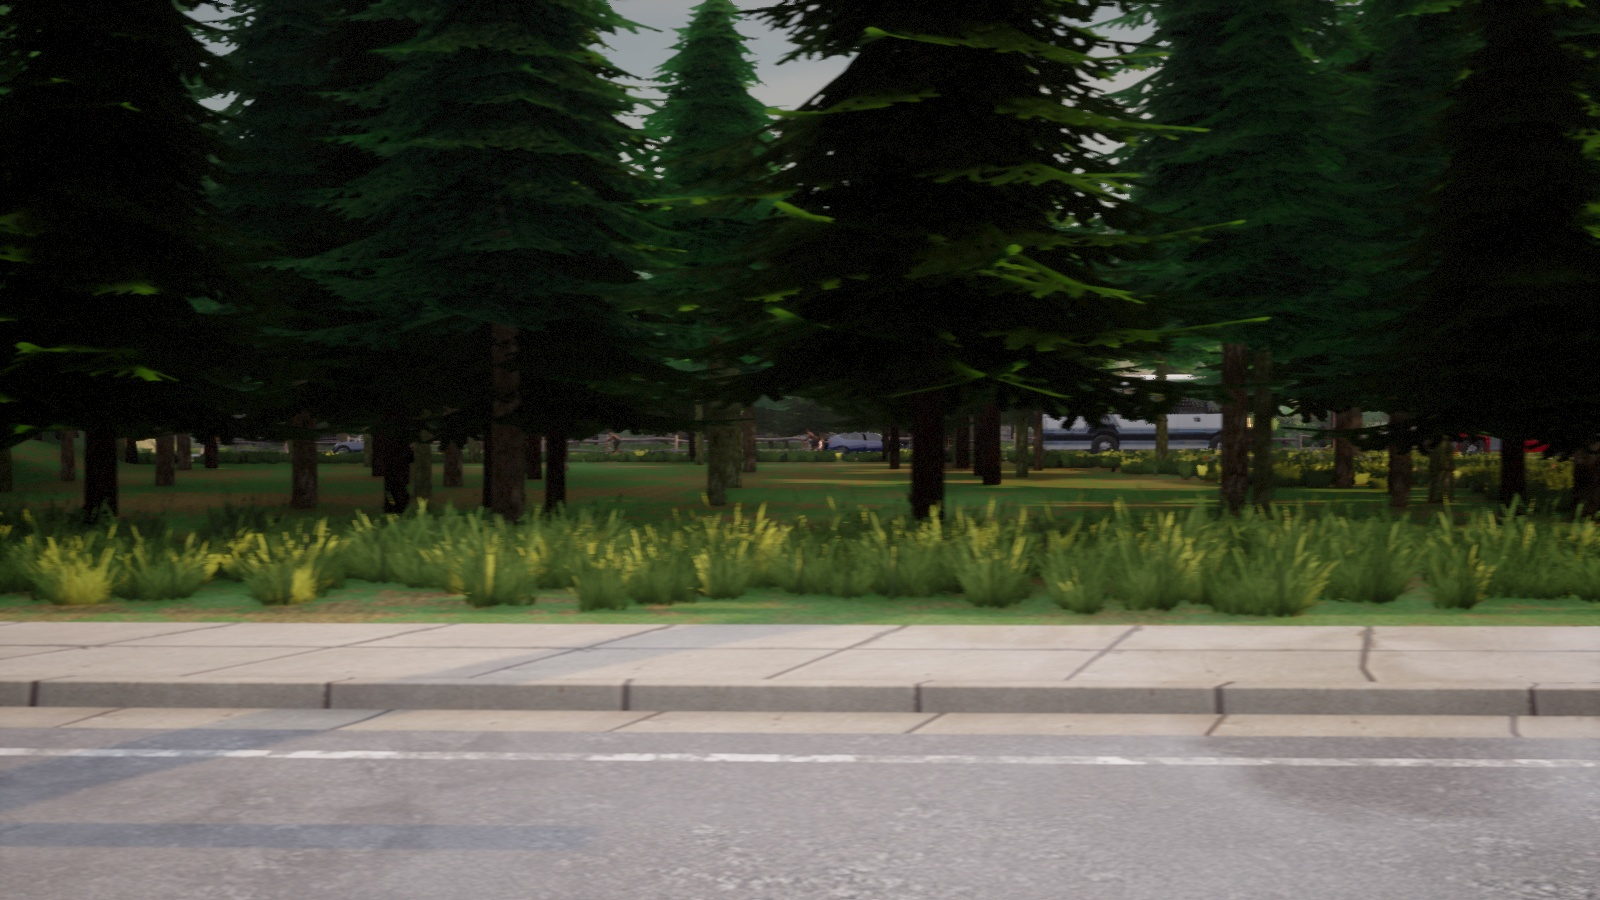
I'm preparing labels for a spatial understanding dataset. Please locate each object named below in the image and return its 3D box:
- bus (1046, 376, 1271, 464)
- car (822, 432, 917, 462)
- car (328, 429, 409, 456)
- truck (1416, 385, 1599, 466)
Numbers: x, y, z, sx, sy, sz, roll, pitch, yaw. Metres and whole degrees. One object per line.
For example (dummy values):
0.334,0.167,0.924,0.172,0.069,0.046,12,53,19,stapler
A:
17.748,-1.502,62.888,10.273,4.253,3.944,0,1,6,bus
3.567,-0.192,64.195,4.792,1.488,2.163,0,1,4,car
-23.942,-0.416,69.817,3.806,1.475,1.970,0,1,3,car
34.957,-1.182,61.050,8.468,3.827,2.891,0,1,6,truck
